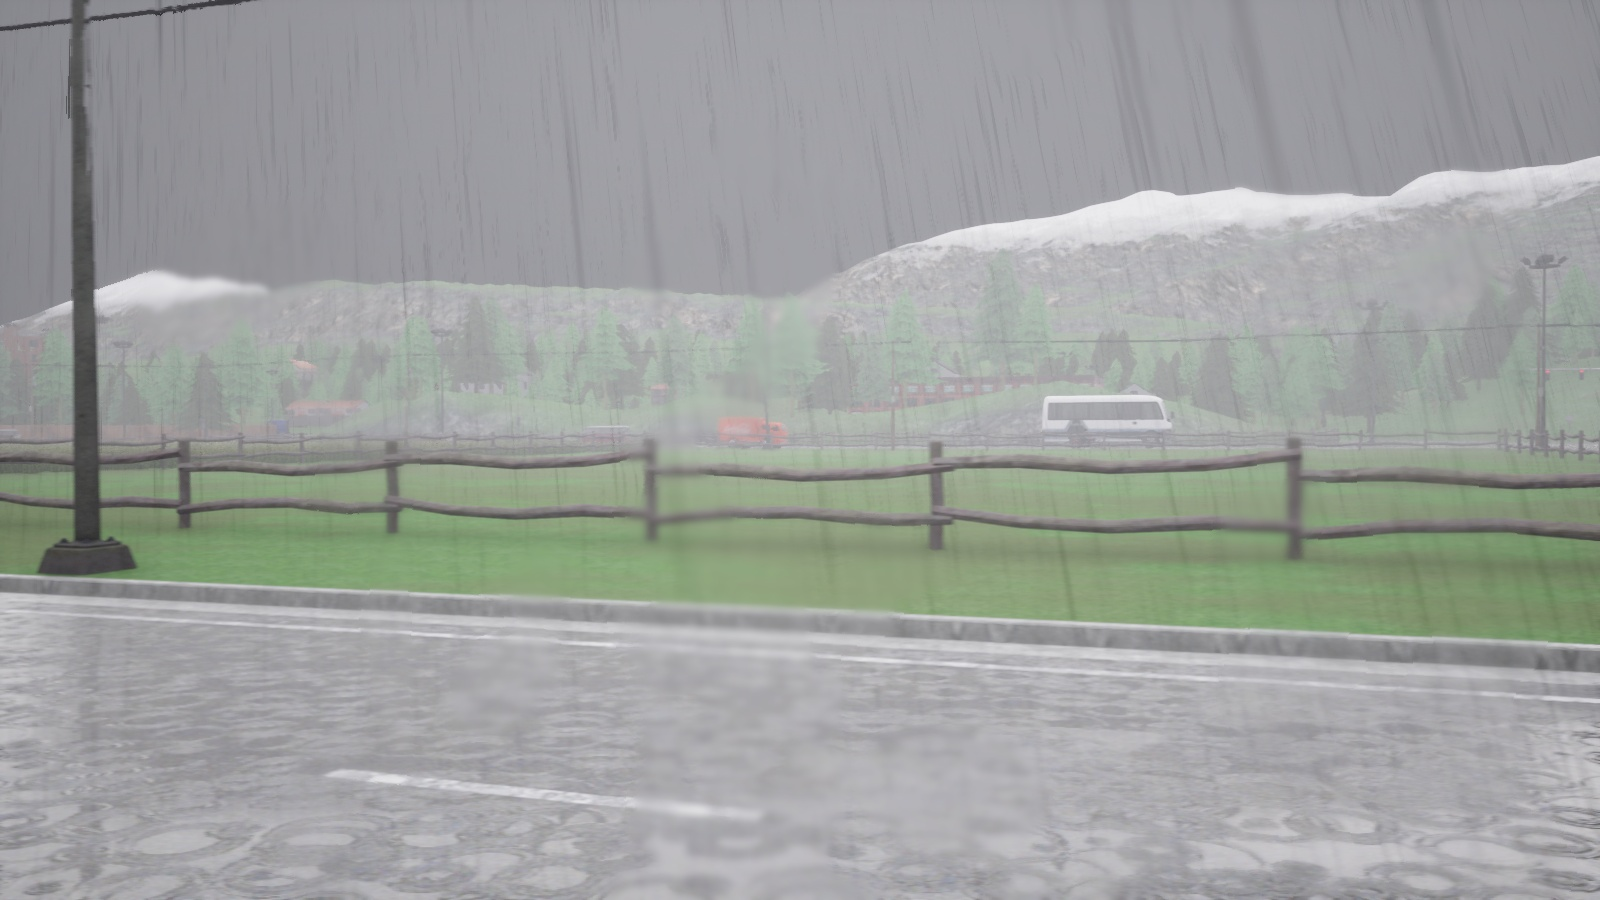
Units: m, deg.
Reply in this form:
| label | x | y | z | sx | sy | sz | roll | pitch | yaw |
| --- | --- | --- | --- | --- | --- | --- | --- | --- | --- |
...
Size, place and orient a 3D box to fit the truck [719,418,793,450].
| label | x | y | z | sx | sy | sz | roll | pitch | yaw |
| --- | --- | --- | --- | --- | --- | --- | --- | --- | --- |
| truck | -3.470 | -1.258 | 98.987 | 5.204 | 2.467 | 2.627 | 1 | 1 | 18 |

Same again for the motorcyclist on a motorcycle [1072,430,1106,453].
| label | x | y | z | sx | sy | sz | roll | pitch | yaw |
| --- | --- | --- | --- | --- | --- | --- | --- | --- | --- |
| motorcyclist on a motorcycle | 20.937 | -0.600 | 90.907 | 2.350 | 1.649 | 0.766 | 1 | 1 | 18 |
